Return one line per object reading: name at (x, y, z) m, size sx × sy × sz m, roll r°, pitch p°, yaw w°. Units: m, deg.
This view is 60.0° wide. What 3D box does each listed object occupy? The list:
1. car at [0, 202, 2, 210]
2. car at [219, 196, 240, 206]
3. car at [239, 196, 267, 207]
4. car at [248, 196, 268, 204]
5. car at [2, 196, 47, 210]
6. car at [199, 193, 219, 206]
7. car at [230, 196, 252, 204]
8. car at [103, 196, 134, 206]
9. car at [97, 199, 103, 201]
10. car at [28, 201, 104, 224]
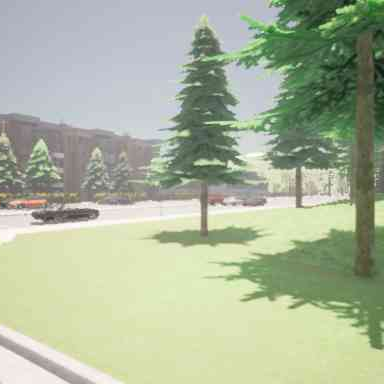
car at (-23.666, 1.568, 42.996) m, size 1.895 × 1.301 × 4.718 m, roll 0°, pitch 0°, yaw 35°
car at (6.709, 1.508, 53.863) m, size 1.812 × 1.442 × 4.674 m, roll 0°, pitch 0°, yaw 35°
car at (9.602, 1.549, 51.891) m, size 1.994 × 1.385 × 4.181 m, roll 0°, pitch 0°, yaw 36°
car at (12.318, 1.460, 61.962) m, size 1.882 × 1.535 × 5.008 m, roll 0°, pitch 0°, yaw 35°
car at (-20.456, 1.322, 41.481) m, size 2.097 × 1.767 × 4.553 m, roll 0°, pitch 0°, yaw 35°
car at (3.332, 1.201, 55.158) m, size 2.150 × 2.045 × 5.566 m, roll 0°, pitch 0°, yaw 36°
car at (9.436, 1.472, 63.949) m, size 2.128 × 1.511 × 4.902 m, roll 0°, pitch 0°, yaw 35°
car at (-11.541, 1.476, 54.183) m, size 1.837 × 1.490 × 4.892 m, roll 0°, pitch 0°, yaw 35°
car at (-13.976, 1.461, 56.780) m, size 2.128 × 1.511 × 4.902 m, roll 0°, pitch 0°, yaw 35°
car at (-9.327, 1.585, 25.048) m, size 1.895 × 1.301 × 4.718 m, roll 0°, pitch 0°, yaw 37°
